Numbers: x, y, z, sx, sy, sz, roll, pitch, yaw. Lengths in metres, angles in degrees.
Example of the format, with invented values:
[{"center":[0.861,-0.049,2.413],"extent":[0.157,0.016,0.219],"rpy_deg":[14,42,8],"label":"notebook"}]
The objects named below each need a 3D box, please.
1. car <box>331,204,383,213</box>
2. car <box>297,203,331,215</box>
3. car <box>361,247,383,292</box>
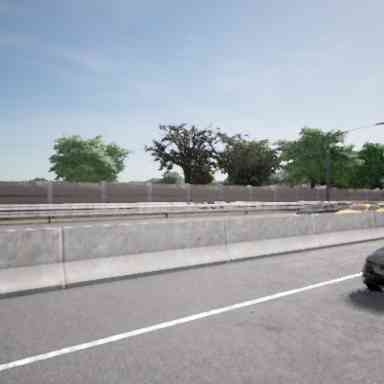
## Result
[{"center":[13.409,1.703,26.160],"extent":[5.008,1.535,1.882],"rpy_deg":[1,0,-35],"label":"car"},{"center":[11.115,1.720,28.829],"extent":[4.892,1.490,1.837],"rpy_deg":[1,-1,-35],"label":"car"},{"center":[5.897,1.623,7.891],"extent":[4.181,1.385,1.994],"rpy_deg":[1,0,-35],"label":"car"}]
